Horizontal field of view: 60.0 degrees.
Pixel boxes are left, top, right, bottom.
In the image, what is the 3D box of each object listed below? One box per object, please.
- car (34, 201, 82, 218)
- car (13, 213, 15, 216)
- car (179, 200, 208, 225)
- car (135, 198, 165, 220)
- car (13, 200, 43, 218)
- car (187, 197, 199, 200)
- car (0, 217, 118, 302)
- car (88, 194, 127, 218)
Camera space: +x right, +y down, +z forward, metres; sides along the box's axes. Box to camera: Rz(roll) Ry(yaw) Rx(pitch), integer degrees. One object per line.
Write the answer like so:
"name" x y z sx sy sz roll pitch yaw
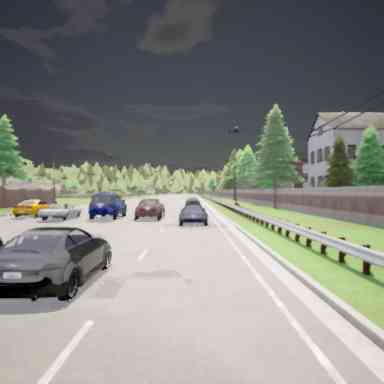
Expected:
"car" -10.400 1.556 26.689 1.895 1.301 4.718 0 0 0
"car" -6.913 1.511 8.793 1.812 1.442 4.674 0 0 0
"car" 0.101 1.525 23.565 1.994 1.385 4.181 0 0 0
"car" -3.399 1.306 27.581 2.097 1.767 4.553 0 0 0
"car" -13.900 1.428 29.579 1.882 1.535 5.008 0 0 0
"car" 0.099 1.436 41.373 1.837 1.490 4.892 0 0 0
"car" -3.400 1.550 8.316 1.994 1.385 4.181 0 0 0
"car" -6.900 1.175 27.682 2.150 2.045 5.566 0 0 0
